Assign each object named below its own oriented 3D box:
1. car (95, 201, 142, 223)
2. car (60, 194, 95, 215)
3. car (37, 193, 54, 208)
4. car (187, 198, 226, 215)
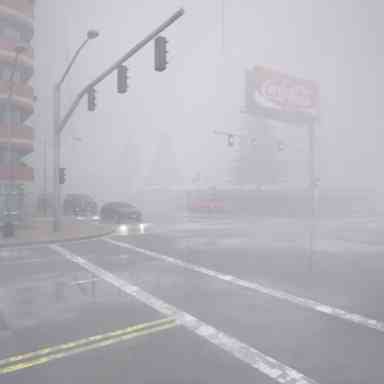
[{"bbox_3d":[-5.590,1.505,25.871,1.837,1.490,4.892,0,0,-36],"label":"car"},{"bbox_3d":[-11.590,1.221,34.206,2.150,2.045,5.566,0,0,-36],"label":"car"},{"bbox_3d":[-19.487,1.223,45.195,2.150,2.045,5.566,0,0,-36],"label":"car"},{"bbox_3d":[1.389,1.352,34.489,2.097,1.767,4.553,0,0,-36],"label":"car"}]
